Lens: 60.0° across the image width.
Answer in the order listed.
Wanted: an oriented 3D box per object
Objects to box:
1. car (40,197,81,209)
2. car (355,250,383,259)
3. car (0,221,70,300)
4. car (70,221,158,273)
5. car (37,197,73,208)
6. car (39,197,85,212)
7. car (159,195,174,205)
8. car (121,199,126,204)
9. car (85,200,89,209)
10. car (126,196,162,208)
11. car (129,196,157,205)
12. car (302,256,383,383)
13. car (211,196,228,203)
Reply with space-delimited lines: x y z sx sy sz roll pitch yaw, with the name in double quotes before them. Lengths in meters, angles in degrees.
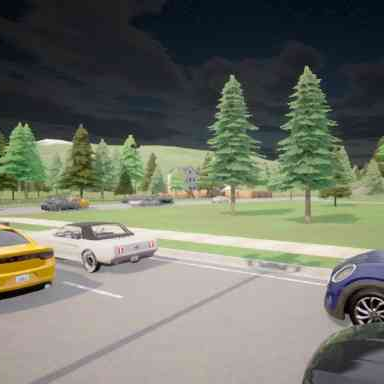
"car" -18.121 1.491 46.188 2.128 1.511 4.902 0 0 36
"car" 4.499 1.352 5.067 4.553 1.767 2.097 0 0 36
"car" -5.215 1.478 7.698 5.008 1.535 1.882 0 0 35
"car" -3.433 1.601 10.728 4.718 1.301 1.895 0 0 35
"car" -20.221 1.526 49.240 1.812 1.442 4.674 0 0 36
"car" -15.112 1.563 38.435 1.994 1.385 4.181 0 0 36
"car" -5.234 1.351 57.885 2.097 1.767 4.553 0 0 36
"car" -11.118 1.563 61.672 1.994 1.385 4.181 0 0 36
"car" -15.811 1.477 43.416 1.882 1.535 5.008 0 0 36
"car" -7.088 1.600 49.428 1.895 1.301 4.718 0 0 36
"car" -8.667 1.490 59.113 2.128 1.511 4.902 0 0 36
"car" 3.102 1.505 1.762 4.892 1.490 1.837 0 0 35
"car" 5.551 1.527 66.584 1.812 1.442 4.674 0 0 36
